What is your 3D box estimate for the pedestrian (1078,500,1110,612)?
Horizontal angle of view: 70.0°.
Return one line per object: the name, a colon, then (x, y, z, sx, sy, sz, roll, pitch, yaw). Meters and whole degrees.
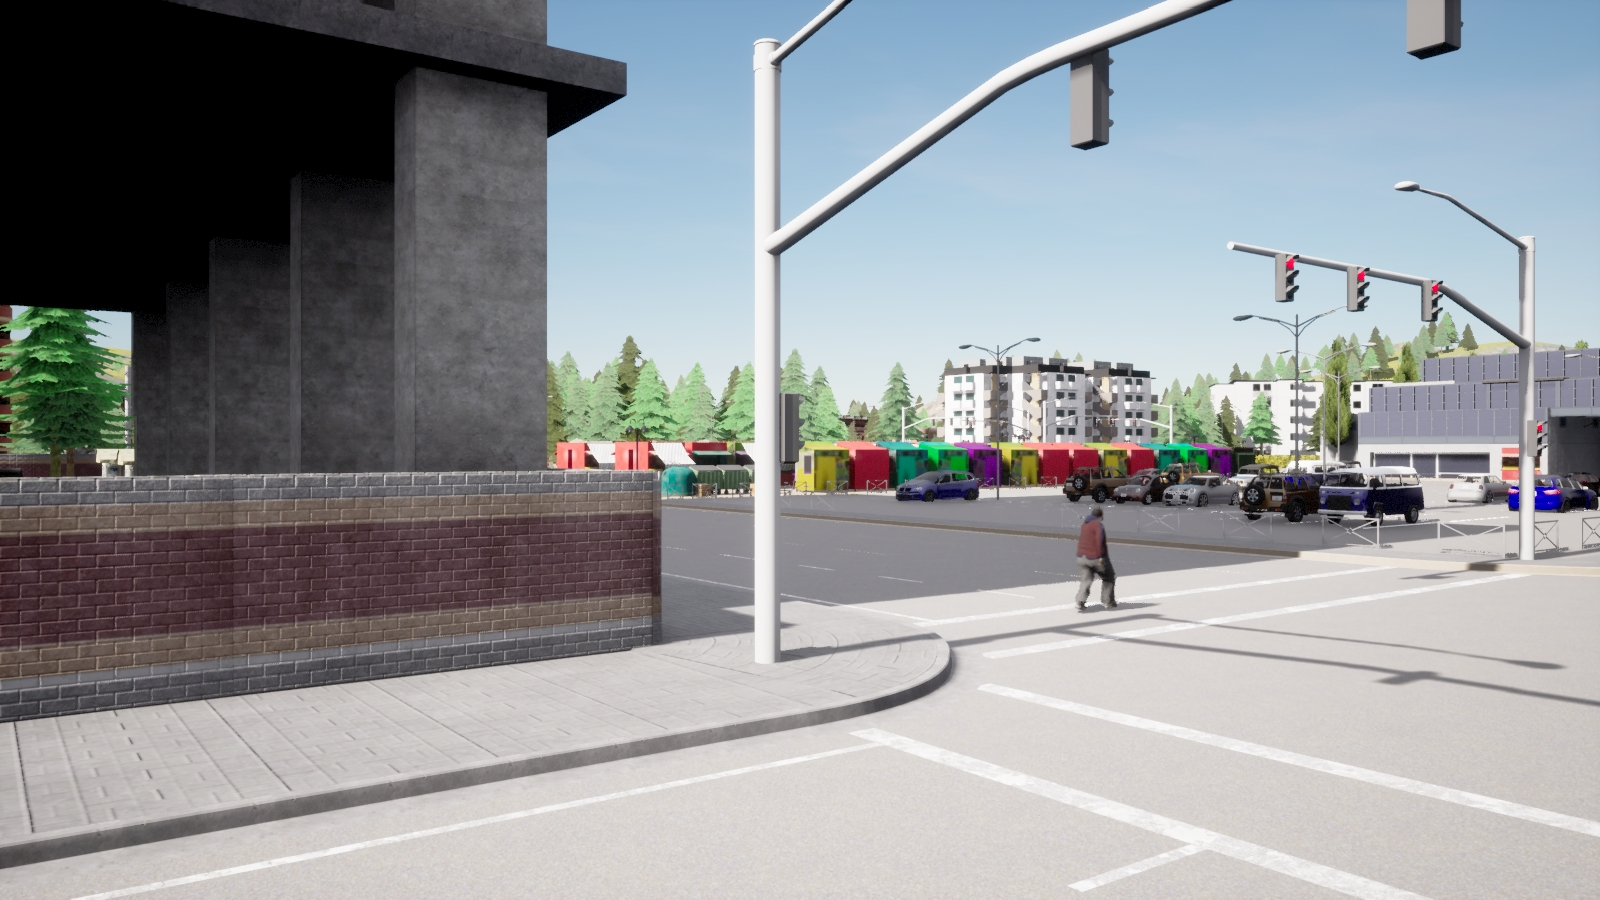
pedestrian: (5.009, 1.793, 19.451, 0.375, 1.860, 0.375, 0, 0, -29)
